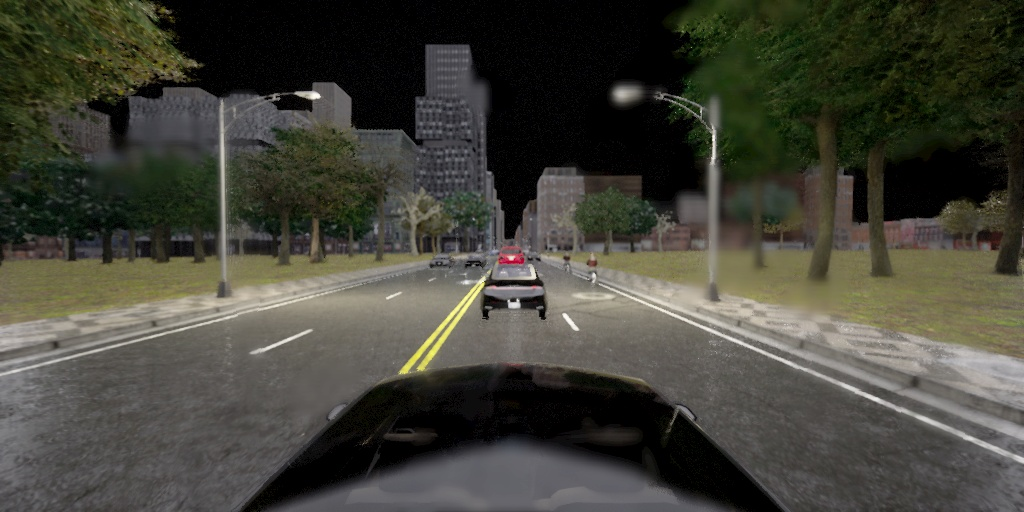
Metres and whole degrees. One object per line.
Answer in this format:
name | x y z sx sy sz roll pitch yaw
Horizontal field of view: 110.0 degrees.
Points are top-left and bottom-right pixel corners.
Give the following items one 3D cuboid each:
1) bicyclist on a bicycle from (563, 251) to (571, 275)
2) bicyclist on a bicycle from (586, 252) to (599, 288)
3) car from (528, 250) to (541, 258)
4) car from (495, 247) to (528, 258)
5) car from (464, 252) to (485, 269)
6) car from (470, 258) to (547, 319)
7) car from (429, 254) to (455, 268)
bicyclist on a bicycle | 4.004 0.493 26.376 0.659 1.776 1.843 0 2 0
bicyclist on a bicycle | 4.050 0.693 18.318 0.659 1.776 1.843 0 2 0
car | 3.072 0.095 52.093 1.895 1.301 4.718 0 1 0
car | -0.066 0.235 30.850 2.150 2.045 5.566 0 1 0
car | -3.533 0.514 35.036 1.895 1.301 4.718 0 1 0
car | 0.044 0.986 11.599 2.128 1.511 4.902 0 1 0
car | -6.781 0.473 35.262 1.994 1.385 4.181 0 1 0
